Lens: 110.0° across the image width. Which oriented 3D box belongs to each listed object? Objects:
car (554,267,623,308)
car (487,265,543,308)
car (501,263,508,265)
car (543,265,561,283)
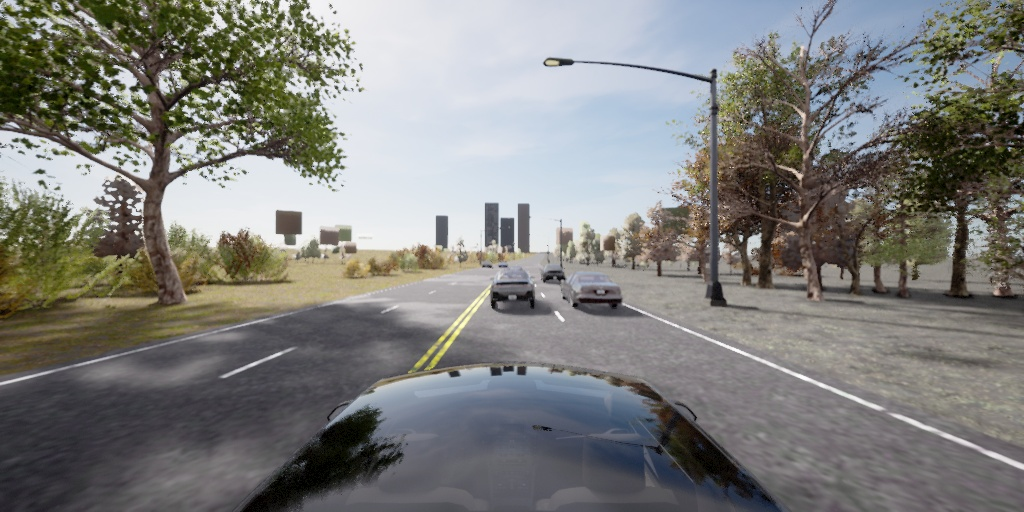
[{"bbox_3d":[3.307,1.395,15.776,2.033,1.411,5.357,1,0,0],"label":"car"},{"bbox_3d":[0.033,1.358,16.096,2.128,1.511,4.902,-2,0,1],"label":"car"},{"bbox_3d":[0.231,1.564,31.082,1.994,1.385,4.181,0,0,1],"label":"car"},{"bbox_3d":[3.474,1.504,31.041,1.837,1.490,4.892,0,0,1],"label":"car"}]
